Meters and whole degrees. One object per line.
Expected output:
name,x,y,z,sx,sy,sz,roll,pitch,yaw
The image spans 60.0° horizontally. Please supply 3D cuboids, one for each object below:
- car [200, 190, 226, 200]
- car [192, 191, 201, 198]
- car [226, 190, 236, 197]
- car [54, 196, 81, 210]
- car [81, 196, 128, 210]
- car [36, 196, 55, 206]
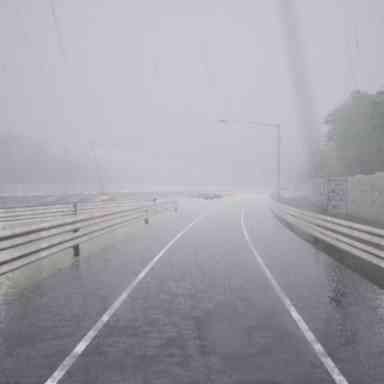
car,3.764,0.759,58.777,1.895,1.301,4.718,0,1,27
car,1.647,0.540,69.931,2.128,1.511,4.902,1,1,27
car,8.424,0.305,75.439,2.097,1.767,4.553,1,1,27
car,-11.809,1.214,36.176,2.033,1.411,5.357,1,1,27
car,-8.697,1.178,34.574,1.882,1.535,5.008,1,1,27
car,-14.920,1.182,37.778,2.033,1.411,5.357,1,1,27
